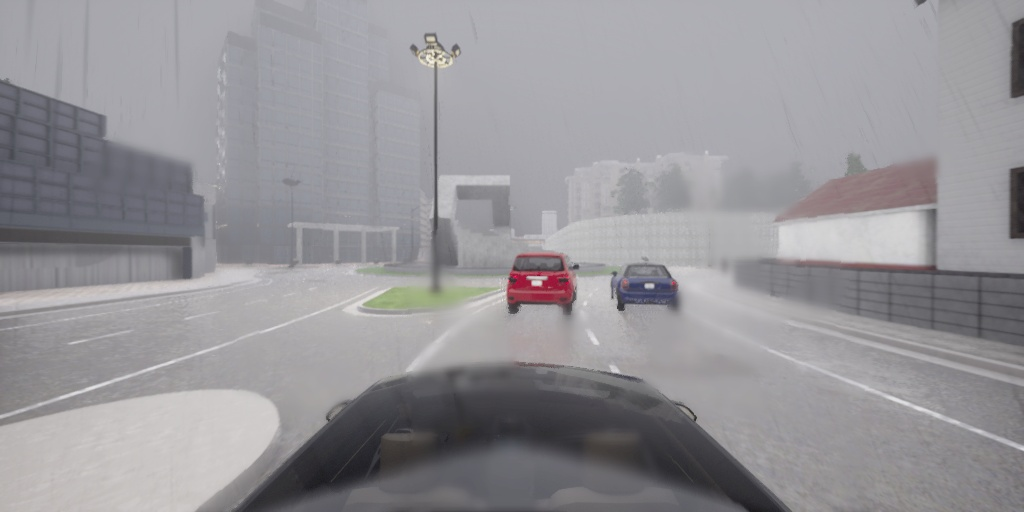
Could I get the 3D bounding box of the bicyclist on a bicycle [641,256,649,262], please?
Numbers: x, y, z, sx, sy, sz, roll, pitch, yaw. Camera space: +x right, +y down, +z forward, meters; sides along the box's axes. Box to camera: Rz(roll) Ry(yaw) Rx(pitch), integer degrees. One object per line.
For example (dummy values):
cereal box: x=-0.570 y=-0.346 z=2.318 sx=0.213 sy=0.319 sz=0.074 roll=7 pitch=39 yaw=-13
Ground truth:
bicyclist on a bicycle: x=21.969 y=0.814 z=58.779 sx=1.656 sy=1.620 sz=0.582 roll=-6 pitch=12 yaw=-28

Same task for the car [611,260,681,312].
car: x=5.096 y=1.023 z=14.185 sx=2.097 sy=1.767 sz=4.553 roll=0 pitch=0 yaw=12

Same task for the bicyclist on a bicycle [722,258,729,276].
bicyclist on a bicycle: x=19.864 y=1.002 z=33.457 sx=0.582 sy=1.620 sz=1.656 roll=0 pitch=0 yaw=41

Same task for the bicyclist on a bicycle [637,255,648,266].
bicyclist on a bicycle: x=21.634 y=0.774 z=59.305 sx=1.656 sy=1.620 sz=0.582 roll=-11 pitch=6 yaw=-30

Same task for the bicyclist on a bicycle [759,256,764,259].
bicyclist on a bicycle: x=23.572 y=0.850 z=33.722 sx=0.582 sy=1.620 sz=1.656 roll=0 pitch=0 yaw=-32

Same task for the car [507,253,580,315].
car: x=1.295 y=0.897 z=13.484 sx=2.150 sy=2.045 sz=5.566 roll=0 pitch=0 yaw=12
